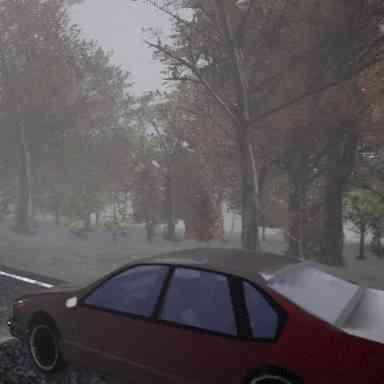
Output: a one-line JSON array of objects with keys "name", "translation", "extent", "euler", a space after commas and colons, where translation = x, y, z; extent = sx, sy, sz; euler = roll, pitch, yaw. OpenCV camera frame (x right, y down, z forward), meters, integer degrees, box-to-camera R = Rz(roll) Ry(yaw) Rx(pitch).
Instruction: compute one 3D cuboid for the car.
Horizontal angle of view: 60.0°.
[{"name": "car", "translation": [0.026, 1.399, 3.884], "extent": [5.357, 1.411, 2.033], "euler": [-4, -3, 35]}]
